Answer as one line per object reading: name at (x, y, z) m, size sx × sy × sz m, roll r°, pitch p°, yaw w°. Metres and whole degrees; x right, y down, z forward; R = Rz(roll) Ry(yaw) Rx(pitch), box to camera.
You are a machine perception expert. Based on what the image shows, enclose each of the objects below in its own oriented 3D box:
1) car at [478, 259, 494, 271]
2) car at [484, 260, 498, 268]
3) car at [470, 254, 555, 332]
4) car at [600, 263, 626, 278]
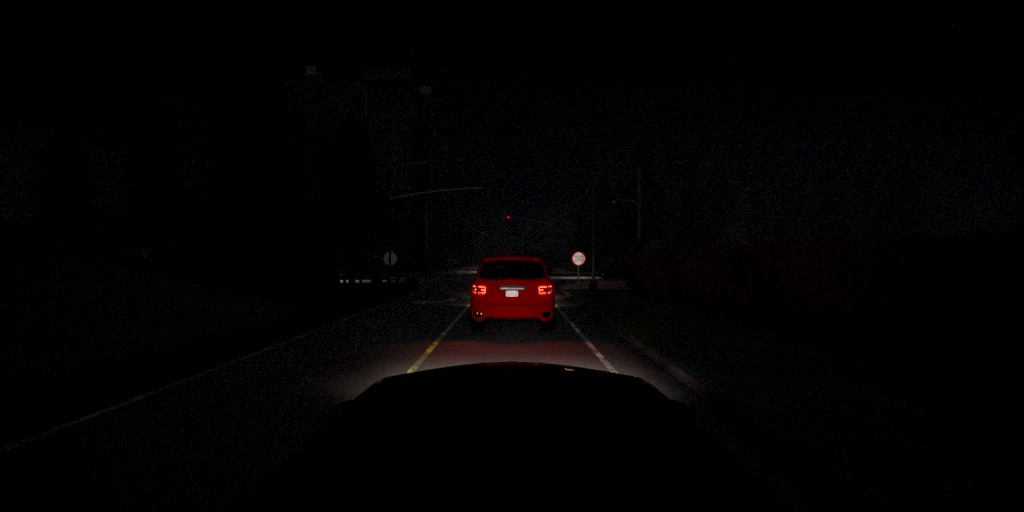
car at (-3.550, 1.227, 50.077) m, size 1.882 × 1.535 × 5.008 m, roll 0°, pitch 0°, yaw 0°
car at (-3.526, 1.314, 60.396) m, size 1.994 × 1.385 × 4.181 m, roll 0°, pitch 0°, yaw 1°
car at (0.050, 0.971, 11.027) m, size 2.150 × 2.045 × 5.566 m, roll 0°, pitch 0°, yaw 1°
car at (10.572, 1.337, 33.070) m, size 4.718 × 1.301 × 1.895 m, roll 0°, pitch 0°, yaw -2°
